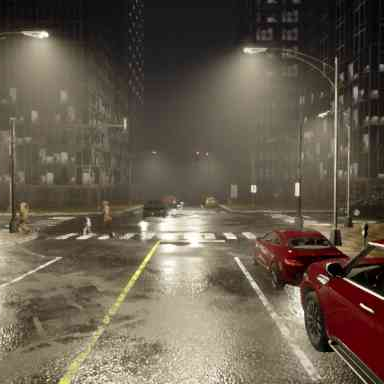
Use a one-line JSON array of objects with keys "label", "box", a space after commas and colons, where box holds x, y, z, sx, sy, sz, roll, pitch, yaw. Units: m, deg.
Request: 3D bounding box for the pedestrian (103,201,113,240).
[{"label": "pedestrian", "box": [-3.891, 1.287, 15.274, 0.375, 1.860, 0.375, -1, 1, 0]}]

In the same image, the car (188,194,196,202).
[{"label": "car", "box": [0.005, 1.525, 74.255, 1.895, 1.301, 4.718, 0, 0, 0]}]

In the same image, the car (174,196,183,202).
[{"label": "car", "box": [-2.996, 1.526, 75.279, 1.895, 1.301, 4.718, 0, 0, 0]}]

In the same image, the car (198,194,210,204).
[{"label": "car", "box": [2.717, 1.268, 63.412, 2.192, 1.841, 5.009, -1, 0, 0]}]

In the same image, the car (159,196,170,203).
[{"label": "car", "box": [-5.665, 1.510, 69.636, 1.947, 1.339, 4.313, -1, 0, 0]}]

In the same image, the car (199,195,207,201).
[{"label": "car", "box": [2.683, 1.494, 80.921, 1.947, 1.339, 4.313, -1, 0, 0]}]

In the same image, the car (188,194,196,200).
[{"label": "car", "box": [0.005, 1.233, 84.229, 1.882, 1.535, 5.008, 0, 0, 0]}]

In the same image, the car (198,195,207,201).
[{"label": "car", "box": [2.684, 1.471, 86.595, 2.008, 1.369, 4.403, -1, 0, 0]}]

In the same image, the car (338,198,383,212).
[{"label": "car", "box": [15.652, 1.356, 29.843, 4.892, 1.490, 1.837, 0, 1, -5]}]

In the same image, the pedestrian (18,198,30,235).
[{"label": "pedestrian", "box": [-8.066, 1.138, 15.947, 0.375, 1.860, 0.375, -1, 1, 0]}]

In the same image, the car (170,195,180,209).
[{"label": "car", "box": [-3.095, 1.324, 45.111, 2.097, 1.767, 4.553, 0, 0, 0]}]

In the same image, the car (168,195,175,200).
[{"label": "car", "box": [-5.663, 1.493, 92.331, 1.802, 1.307, 4.206, -1, 0, 0]}]

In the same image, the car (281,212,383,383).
[{"label": "car", "box": [2.672, 1.314, 3.168, 2.192, 1.841, 5.009, -1, 0, 0]}]

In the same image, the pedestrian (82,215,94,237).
[{"label": "pedestrian", "box": [-5.160, 1.665, 16.582, 0.500, 1.100, 0.500, -1, 1, 0]}]

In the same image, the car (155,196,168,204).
[{"label": "car", "box": [-5.835, 1.518, 63.962, 1.947, 1.339, 4.313, -1, 0, 0]}]

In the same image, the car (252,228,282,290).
[{"label": "car", "box": [2.679, 1.578, 8.793, 1.802, 1.307, 4.206, -1, 0, 0]}]

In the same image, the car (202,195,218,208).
[{"label": "car", "box": [2.810, 1.496, 48.331, 1.752, 1.417, 4.829, -1, 0, 0]}]

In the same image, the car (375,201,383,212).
[{"label": "car", "box": [16.129, 1.537, 24.068, 4.313, 1.339, 1.947, 0, 1, -5]}]

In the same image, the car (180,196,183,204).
[{"label": "car", "box": [-3.068, 1.435, 59.921, 1.882, 1.535, 5.008, 0, 1, 0]}]

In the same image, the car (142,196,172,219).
[{"label": "car", "box": [-3.104, 1.426, 28.810, 1.882, 1.535, 5.008, 0, 1, 0]}]
